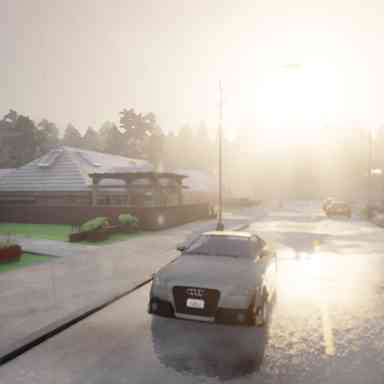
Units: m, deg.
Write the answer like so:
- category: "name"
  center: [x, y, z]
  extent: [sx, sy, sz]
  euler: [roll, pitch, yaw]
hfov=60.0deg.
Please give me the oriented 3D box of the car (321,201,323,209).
- category: "car"
  center: [16.763, 1.491, 40.102]
  extent: [1.837, 1.490, 4.892]
  euler: [0, 0, 20]

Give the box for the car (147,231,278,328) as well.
- category: "car"
  center: [0.713, 1.563, 7.090]
  extent: [1.994, 1.385, 4.181]
  euler: [0, 0, 19]

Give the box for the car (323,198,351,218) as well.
- category: "car"
  center: [13.402, 1.553, 30.618]
  extent: [1.994, 1.385, 4.181]
  euler: [0, 0, 20]
